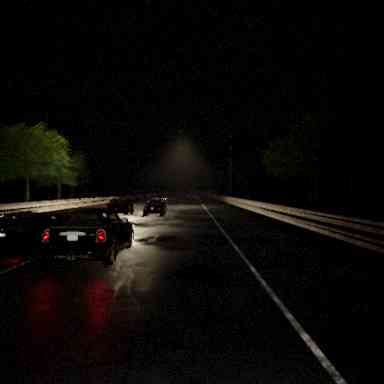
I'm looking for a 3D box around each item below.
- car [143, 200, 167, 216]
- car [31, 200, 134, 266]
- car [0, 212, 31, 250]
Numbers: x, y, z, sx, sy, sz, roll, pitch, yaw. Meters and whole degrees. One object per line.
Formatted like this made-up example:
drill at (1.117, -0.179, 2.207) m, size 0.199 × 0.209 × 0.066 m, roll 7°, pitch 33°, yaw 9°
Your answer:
car at (-3.399, 1.463, 30.917) m, size 2.033 × 1.411 × 5.357 m, roll 0°, pitch 0°, yaw 0°
car at (-3.401, 1.323, 11.592) m, size 2.097 × 1.767 × 4.553 m, roll 0°, pitch 0°, yaw 0°
car at (-6.901, 1.528, 14.080) m, size 1.994 × 1.385 × 4.181 m, roll 0°, pitch 0°, yaw 0°
